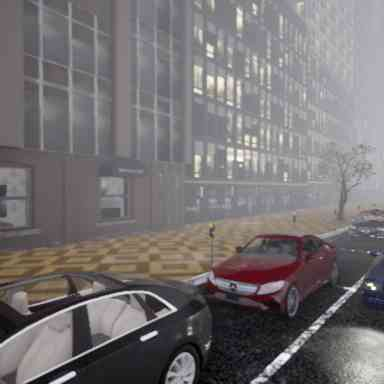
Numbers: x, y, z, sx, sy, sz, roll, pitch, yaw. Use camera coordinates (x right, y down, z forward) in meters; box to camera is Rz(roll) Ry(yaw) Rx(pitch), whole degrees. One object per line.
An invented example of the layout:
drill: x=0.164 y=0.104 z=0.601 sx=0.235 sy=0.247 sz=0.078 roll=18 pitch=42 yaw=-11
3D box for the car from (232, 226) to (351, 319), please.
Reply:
car: x=1.987 y=1.566 z=7.382 sx=1.802 sy=1.307 sz=4.206 roll=0 pitch=0 yaw=38

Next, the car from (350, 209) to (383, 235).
car: x=8.999 y=1.544 z=16.330 sx=2.008 sy=1.369 sz=4.403 roll=0 pitch=0 yaw=38

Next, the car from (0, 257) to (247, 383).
car: x=-1.519 y=1.529 z=2.909 sx=2.008 sy=1.369 sz=4.403 roll=0 pitch=0 yaw=38

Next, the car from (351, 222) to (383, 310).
car: x=5.256 y=1.550 z=7.331 sx=2.033 sy=1.411 sz=5.357 roll=0 pitch=0 yaw=39
